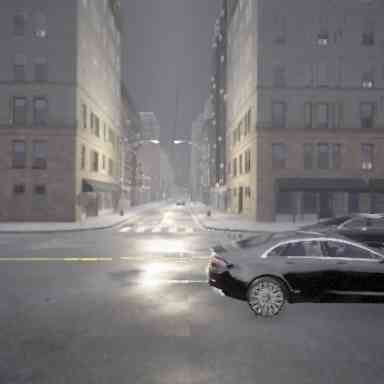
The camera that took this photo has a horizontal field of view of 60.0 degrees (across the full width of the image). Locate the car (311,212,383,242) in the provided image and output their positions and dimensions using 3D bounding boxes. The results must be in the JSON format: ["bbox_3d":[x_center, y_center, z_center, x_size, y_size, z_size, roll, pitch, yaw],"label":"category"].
[{"bbox_3d":[8.634,1.785,17.318,4.181,1.385,1.994,0,0,2],"label":"car"}]

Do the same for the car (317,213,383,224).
[{"bbox_3d":[6.747,1.683,13.902,4.892,1.490,1.837,0,-1,-2],"label":"car"}]

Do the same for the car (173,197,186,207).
[{"bbox_3d":[-2.392,2.313,70.024,2.128,1.511,4.902,0,-1,-2],"label":"car"}]

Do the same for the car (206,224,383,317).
[{"bbox_3d":[2.747,1.585,7.073,4.902,1.511,2.128,0,-1,-2],"label":"car"}]
